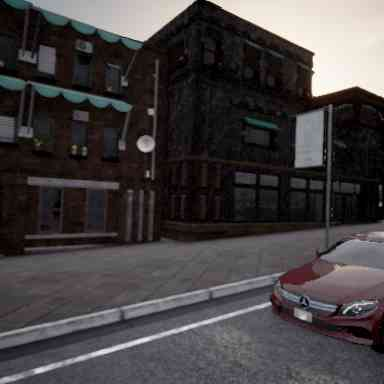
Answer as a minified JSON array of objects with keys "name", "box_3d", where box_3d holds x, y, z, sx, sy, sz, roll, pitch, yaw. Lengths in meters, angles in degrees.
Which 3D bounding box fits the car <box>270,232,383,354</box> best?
[{"name":"car","box_3d":[3.502,1.518,6.178,4.674,1.442,1.812,0,0,-35]}]
